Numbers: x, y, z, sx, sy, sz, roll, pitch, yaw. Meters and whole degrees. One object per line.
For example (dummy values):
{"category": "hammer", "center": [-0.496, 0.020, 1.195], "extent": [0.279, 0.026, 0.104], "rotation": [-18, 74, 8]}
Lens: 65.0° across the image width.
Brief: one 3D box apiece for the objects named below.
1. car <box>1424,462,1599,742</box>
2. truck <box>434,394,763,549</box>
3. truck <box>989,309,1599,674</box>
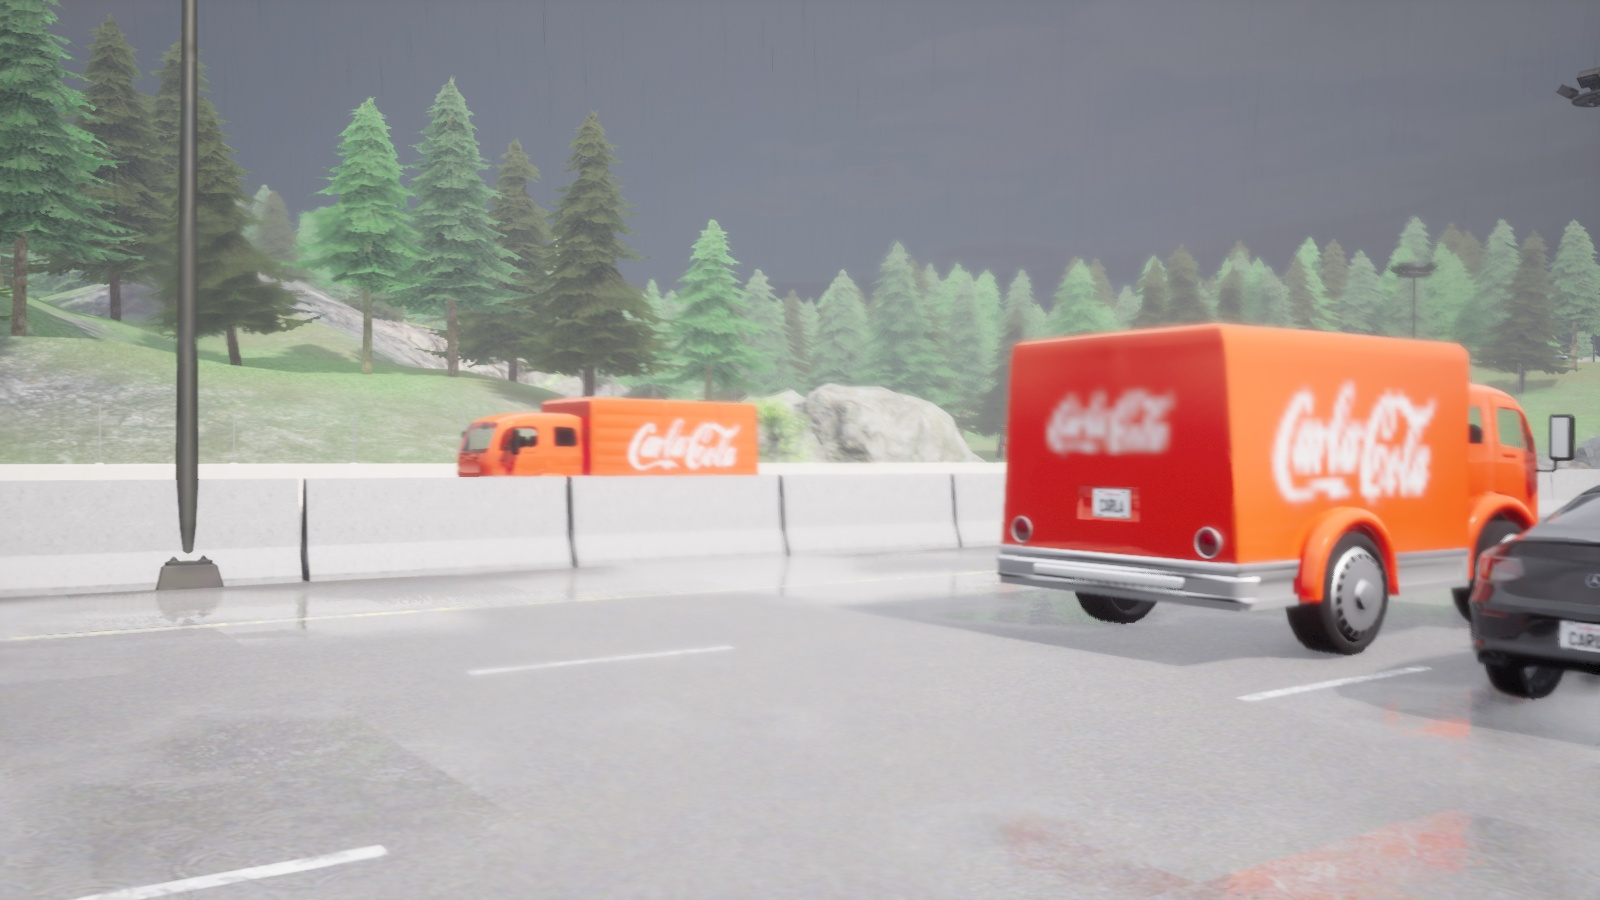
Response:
{"category": "car", "center": [6.057, 0.798, 7.883], "extent": [4.674, 1.442, 1.812], "rotation": [0, 0, -35]}
{"category": "truck", "center": [-3.557, 0.341, 22.516], "extent": [5.204, 2.467, 2.627], "rotation": [0, 0, -35]}
{"category": "truck", "center": [4.488, 0.296, 11.058], "extent": [5.204, 2.467, 2.627], "rotation": [0, 0, -35]}
